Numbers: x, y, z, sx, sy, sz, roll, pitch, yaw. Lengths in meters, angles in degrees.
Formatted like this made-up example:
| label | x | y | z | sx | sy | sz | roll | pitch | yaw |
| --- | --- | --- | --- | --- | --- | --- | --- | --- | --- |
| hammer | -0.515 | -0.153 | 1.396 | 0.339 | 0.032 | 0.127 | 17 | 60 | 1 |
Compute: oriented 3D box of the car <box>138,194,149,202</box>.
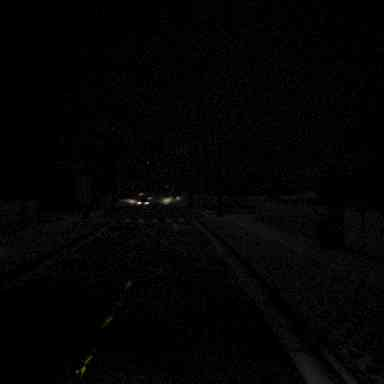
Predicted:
| label | x | y | z | sx | sy | sz | roll | pitch | yaw |
| --- | --- | --- | --- | --- | --- | --- | --- | --- | --- |
| car | -10.538 | 1.296 | 72.186 | 2.097 | 1.767 | 4.553 | 0 | 0 | -8 |

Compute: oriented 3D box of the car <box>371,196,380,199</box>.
| label | x | y | z | sx | sy | sz | roll | pitch | yaw |
| --- | --- | --- | --- | --- | --- | --- | --- | --- | --- |
| car | 26.901 | 0.963 | 44.746 | 5.566 | 2.045 | 2.150 | -1 | 0 | -6 |
